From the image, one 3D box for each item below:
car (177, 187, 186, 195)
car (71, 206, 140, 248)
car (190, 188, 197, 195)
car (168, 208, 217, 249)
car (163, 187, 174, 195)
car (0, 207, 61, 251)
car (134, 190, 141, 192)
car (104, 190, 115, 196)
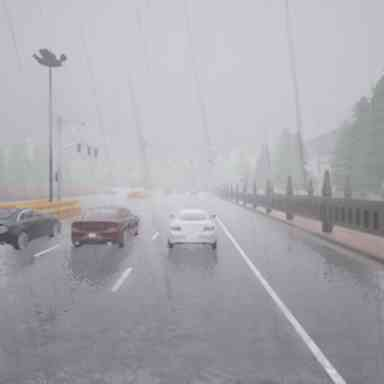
[{"bbox_3d":[-3.077,-0.018,90.823,1.882,1.535,5.008,0,1,0],"label":"car"},{"bbox_3d":[-3.459,1.316,14.092,1.882,1.535,5.008,0,1,1],"label":"car"},{"bbox_3d":[0.425,0.023,91.222,1.812,1.442,4.674,0,1,0],"label":"car"},{"bbox_3d":[0.036,1.371,13.729,1.812,1.442,4.674,0,1,1],"label":"car"},{"bbox_3d":[-6.577,-0.272,90.867,2.150,2.045,5.566,0,1,0],"label":"car"},{"bbox_3d":[-6.969,1.344,13.375,2.128,1.511,4.902,0,1,1],"label":"car"},{"bbox_3d":[-13.615,0.177,83.609,2.033,1.411,5.357,0,1,0],"label":"car"},{"bbox_3d":[-20.615,0.188,83.649,1.994,1.385,4.181,0,1,0],"label":"car"}]
